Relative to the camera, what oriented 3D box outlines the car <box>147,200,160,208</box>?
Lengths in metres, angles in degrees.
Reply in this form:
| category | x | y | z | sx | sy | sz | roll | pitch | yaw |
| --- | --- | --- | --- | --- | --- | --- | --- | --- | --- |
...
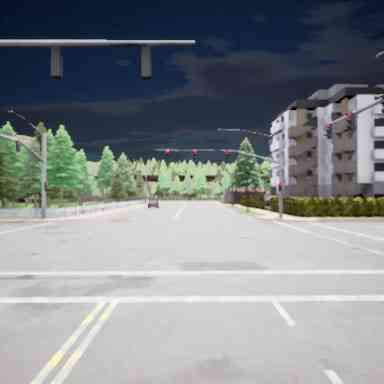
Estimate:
| category | x | y | z | sx | sy | sz | roll | pitch | yaw |
| --- | --- | --- | --- | --- | --- | --- | --- | --- | --- |
| car | -7.017 | 2.207 | 60.660 | 1.812 | 1.442 | 4.674 | 0 | -1 | 1 |
